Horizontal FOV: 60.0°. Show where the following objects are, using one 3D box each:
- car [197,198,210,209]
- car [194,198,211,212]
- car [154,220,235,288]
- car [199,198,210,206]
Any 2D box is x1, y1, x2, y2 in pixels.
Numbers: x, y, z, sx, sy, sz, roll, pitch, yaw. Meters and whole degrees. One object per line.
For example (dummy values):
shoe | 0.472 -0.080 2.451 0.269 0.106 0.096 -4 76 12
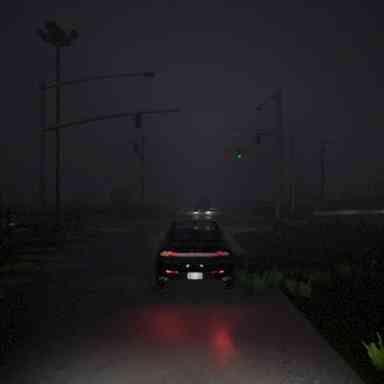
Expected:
car | 1.844 1.687 51.731 1.882 1.535 5.008 0 0 3
car | 1.381 1.692 42.522 1.812 1.442 4.674 0 0 3
car | 0.079 1.537 9.348 2.128 1.511 4.902 0 0 0
car | 2.367 1.820 61.672 1.994 1.385 4.181 0 0 3
